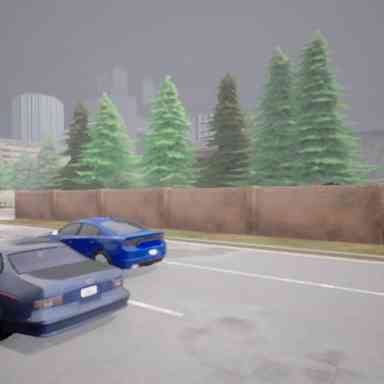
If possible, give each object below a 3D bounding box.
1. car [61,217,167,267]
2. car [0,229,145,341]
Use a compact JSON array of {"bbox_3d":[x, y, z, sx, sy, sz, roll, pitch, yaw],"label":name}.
[{"bbox_3d":[-3.073,1.544,10.466,5.008,1.535,1.882,-2,-1,35],"label":"car"},{"bbox_3d":[-3.649,1.600,6.579,5.357,1.411,2.033,-1,0,35],"label":"car"}]
